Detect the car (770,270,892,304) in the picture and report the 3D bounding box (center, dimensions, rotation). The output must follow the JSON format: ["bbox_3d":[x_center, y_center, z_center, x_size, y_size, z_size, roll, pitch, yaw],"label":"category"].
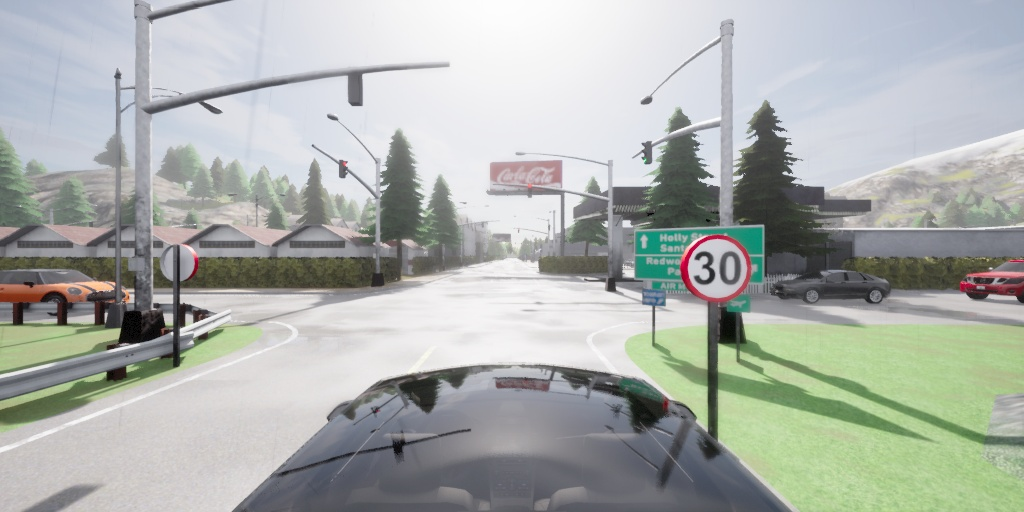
[{"bbox_3d":[15.207,1.446,17.262,4.892,1.490,1.837,0,0,1],"label":"car"}]

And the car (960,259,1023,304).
[{"bbox_3d":[25.177,1.163,17.127,5.566,2.045,2.150,0,0,0],"label":"car"}]

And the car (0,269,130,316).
[{"bbox_3d":[-17.955,1.294,14.011,4.553,1.767,2.097,0,0,1],"label":"car"}]
